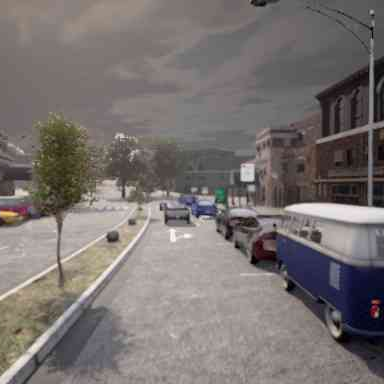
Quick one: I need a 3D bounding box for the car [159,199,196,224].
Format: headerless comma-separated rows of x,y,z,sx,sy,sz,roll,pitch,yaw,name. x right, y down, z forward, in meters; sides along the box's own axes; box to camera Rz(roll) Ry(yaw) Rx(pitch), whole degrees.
-1.216,1.535,25.245,2.128,1.511,4.902,0,0,-5,car

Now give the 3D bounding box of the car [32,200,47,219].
-15.320,1.610,28.199,4.674,1.452,2.002,0,0,-6,car

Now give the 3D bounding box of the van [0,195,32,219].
-15.134,1.343,25.489,4.442,1.987,1.878,0,0,-6,van

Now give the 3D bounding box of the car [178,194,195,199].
-0.693,1.241,44.982,2.150,2.045,5.566,0,0,-7,car

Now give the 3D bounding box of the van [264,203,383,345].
2.916,1.251,6.469,1.878,1.987,4.442,0,0,-1,van

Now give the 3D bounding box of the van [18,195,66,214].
-16.278,1.333,36.231,4.442,1.987,1.878,0,0,-8,van

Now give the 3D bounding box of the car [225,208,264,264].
2.713,1.522,11.925,2.163,1.488,4.792,0,0,-2,car

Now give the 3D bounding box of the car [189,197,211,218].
1.065,1.515,30.780,1.882,1.535,5.008,0,0,-6,car

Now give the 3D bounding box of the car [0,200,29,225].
-14.552,1.561,22.802,5.366,1.575,1.946,0,0,-5,car

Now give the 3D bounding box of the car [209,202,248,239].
2.386,1.505,17.409,2.097,1.535,5.008,0,0,-4,car

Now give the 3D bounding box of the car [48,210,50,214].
-15.615,1.598,30.798,4.792,1.488,2.163,0,0,-7,car

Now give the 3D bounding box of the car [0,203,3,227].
-14.486,1.600,20.067,4.674,1.452,2.002,0,0,-5,car
